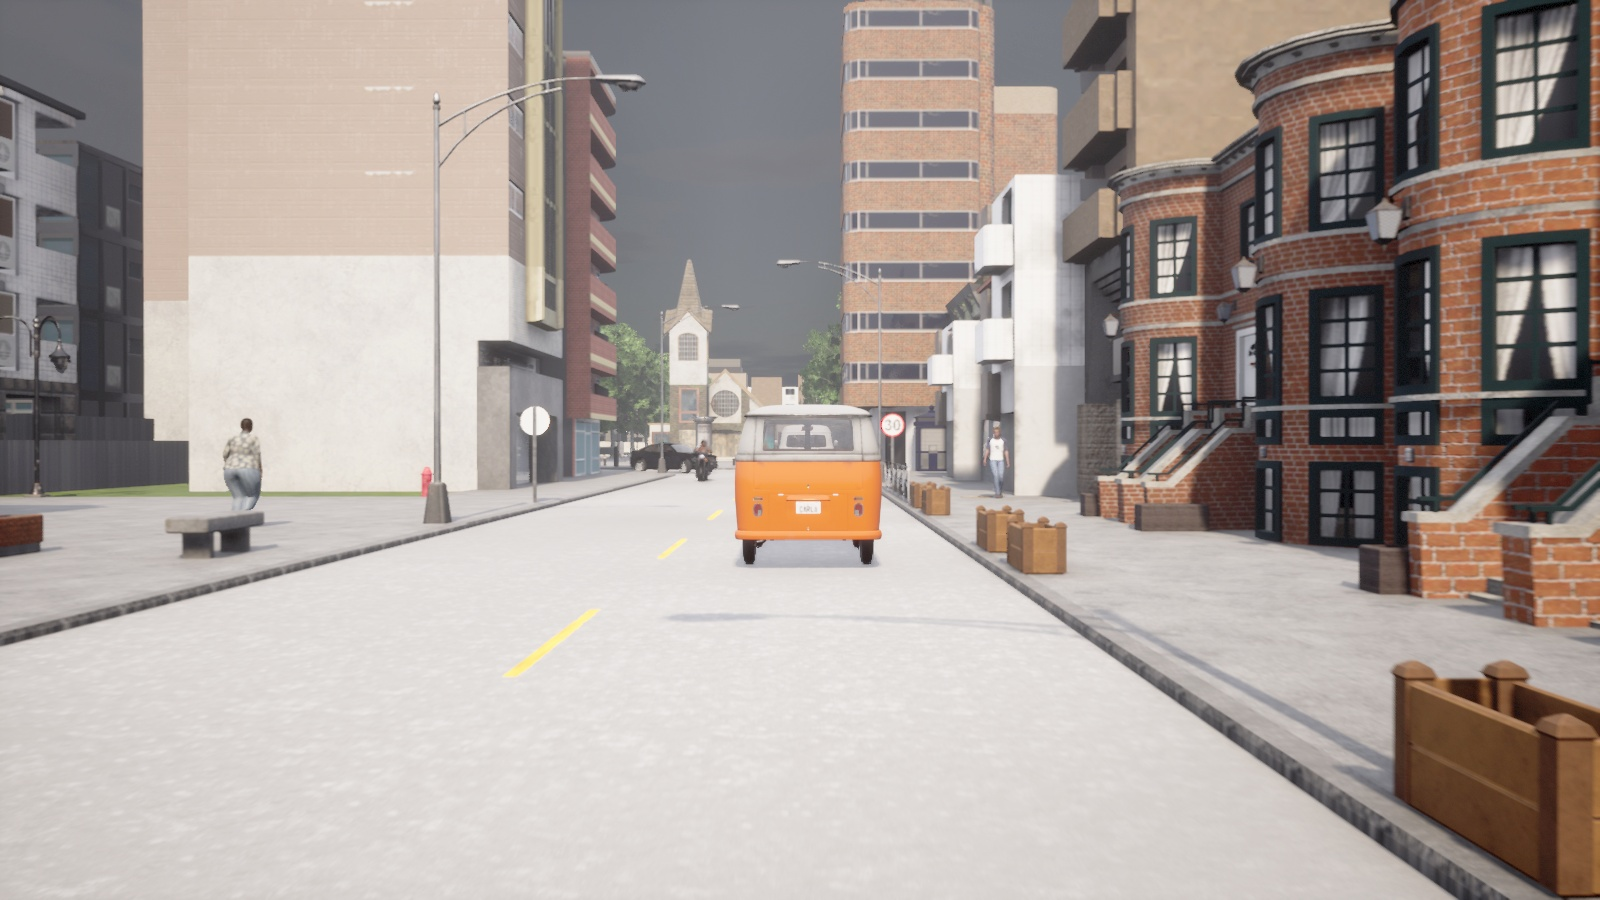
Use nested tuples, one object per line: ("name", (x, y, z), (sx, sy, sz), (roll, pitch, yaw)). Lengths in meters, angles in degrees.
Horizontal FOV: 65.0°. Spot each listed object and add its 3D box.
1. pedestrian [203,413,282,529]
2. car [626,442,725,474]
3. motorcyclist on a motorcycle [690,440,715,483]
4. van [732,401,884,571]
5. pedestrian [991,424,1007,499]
("pedestrian", (-9.138, 0.333, 20.614), (0.874, 1.855, 0.900), (0, 0, 3))
("car", (-6.203, 0.370, 62.210), (5.008, 1.535, 1.882), (0, 0, 39))
("motorcyclist on a motorcycle", (-3.759, 0.420, 48.499), (0.766, 1.649, 2.350), (0, 0, 0))
("van", (0.105, 0.404, 16.878), (1.775, 1.987, 4.442), (0, 0, 0))
("pedestrian", (4.941, 0.282, 31.185), (0.354, 1.836, 0.706), (0, 0, 8))
